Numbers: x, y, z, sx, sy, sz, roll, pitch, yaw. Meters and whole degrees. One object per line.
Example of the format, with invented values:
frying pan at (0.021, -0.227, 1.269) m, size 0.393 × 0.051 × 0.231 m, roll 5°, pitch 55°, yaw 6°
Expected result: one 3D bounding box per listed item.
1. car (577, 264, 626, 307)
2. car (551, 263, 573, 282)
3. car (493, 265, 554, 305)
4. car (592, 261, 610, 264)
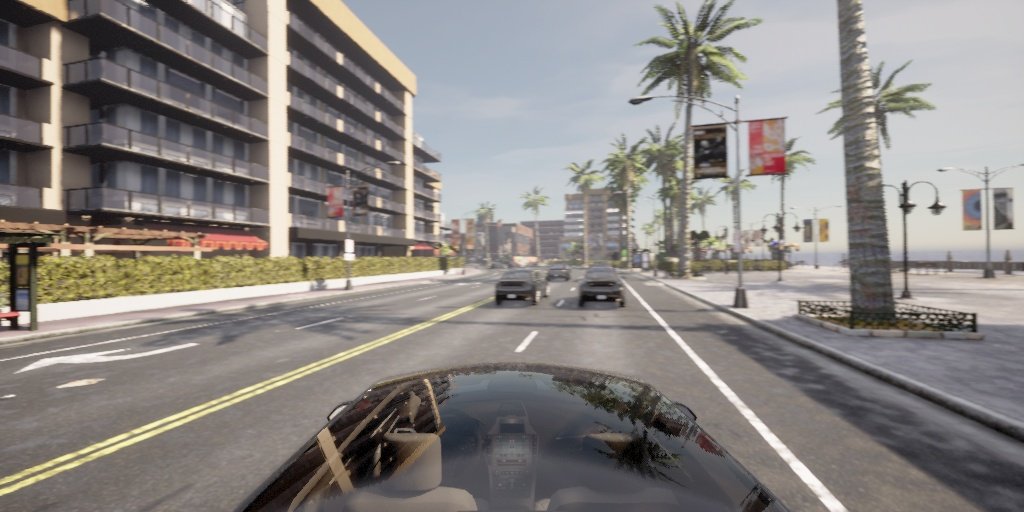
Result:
car at (3.964, 1.302, 15.876) m, size 1.837 × 1.490 × 4.892 m, roll -1°, pitch 0°, yaw 14°
car at (4.165, 1.395, 31.271) m, size 2.128 × 1.511 × 4.902 m, roll -1°, pitch 0°, yaw 14°
car at (0.570, 1.357, 16.727) m, size 1.837 × 1.490 × 4.892 m, roll -1°, pitch 0°, yaw 14°
car at (7.511, 1.197, 30.229) m, size 2.097 × 1.767 × 4.553 m, roll -1°, pitch -1°, yaw 14°
